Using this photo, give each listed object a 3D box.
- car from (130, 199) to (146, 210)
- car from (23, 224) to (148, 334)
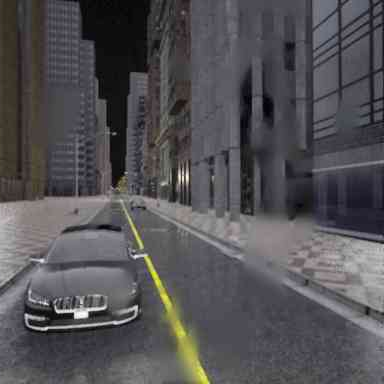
[{"bbox_3d":[-6.912,1.579,42.547,2.033,1.411,5.357,0,0,-13],"label":"car"},{"bbox_3d":[-2.123,1.510,7.134,1.837,1.490,4.892,0,0,-13],"label":"car"}]
